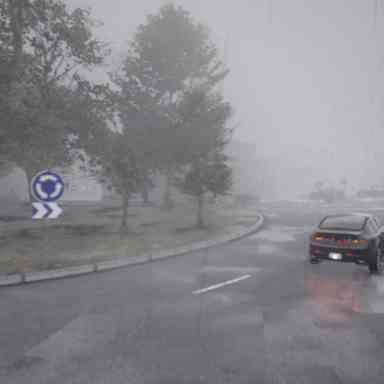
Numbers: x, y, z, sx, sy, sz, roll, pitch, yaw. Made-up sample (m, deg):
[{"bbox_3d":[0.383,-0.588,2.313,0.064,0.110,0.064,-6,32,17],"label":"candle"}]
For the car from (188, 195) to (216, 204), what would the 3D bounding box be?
[{"bbox_3d":[1.416,0.997,47.844,4.181,1.385,1.994,0,-1,45],"label":"car"}]

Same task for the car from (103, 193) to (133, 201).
[{"bbox_3d":[-12.216,0.834,54.747,4.902,1.511,2.128,1,-2,8],"label":"car"}]

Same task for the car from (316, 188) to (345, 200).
[{"bbox_3d":[21.925,0.173,51.846,4.553,1.767,2.097,-5,2,-39],"label":"car"}]

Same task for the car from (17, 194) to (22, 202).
[{"bbox_3d":[-41.649,1.135,73.853,5.566,2.045,2.435,1,-2,-36],"label":"car"}]

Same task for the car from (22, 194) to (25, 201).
[{"bbox_3d":[-42.414,1.219,76.755,5.566,2.045,2.435,1,-2,-36],"label":"car"}]

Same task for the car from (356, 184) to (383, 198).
[{"bbox_3d":[27.353,0.057,50.011,4.892,1.521,2.231,-1,2,31],"label":"car"}]

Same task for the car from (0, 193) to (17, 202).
[{"bbox_3d":[-40.808,1.306,71.008,4.892,1.521,2.231,1,-2,-36],"label":"car"}]

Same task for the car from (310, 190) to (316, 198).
[{"bbox_3d":[21.683,0.193,55.771,5.008,1.535,1.882,-5,2,-40],"label":"car"}]

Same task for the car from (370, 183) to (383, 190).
[{"bbox_3d":[39.866,-1.238,70.738,4.718,1.301,1.895,-5,2,-39],"label":"car"}]

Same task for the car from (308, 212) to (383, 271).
[{"bbox_3d":[5.253,1.430,10.887,1.837,1.490,4.892,0,1,36],"label":"car"}]

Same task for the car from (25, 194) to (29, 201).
[{"bbox_3d":[-44.162,1.622,82.337,5.366,1.575,1.946,1,-2,-35],"label":"car"}]
